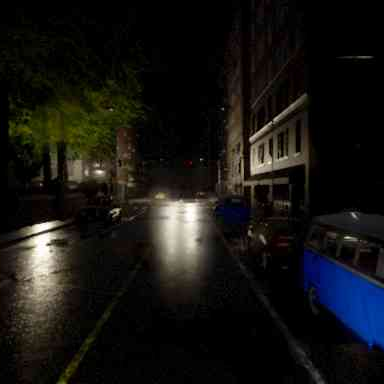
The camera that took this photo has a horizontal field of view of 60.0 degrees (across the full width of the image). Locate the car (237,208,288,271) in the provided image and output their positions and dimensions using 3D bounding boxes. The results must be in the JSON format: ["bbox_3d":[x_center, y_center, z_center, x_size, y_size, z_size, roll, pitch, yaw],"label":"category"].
[{"bbox_3d":[2.772,1.419,10.256,1.887,1.381,4.507,-1,1,0],"label":"car"}]

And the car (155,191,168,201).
[{"bbox_3d":[-6.232,0.925,64.977,1.752,1.417,4.829,-1,1,0],"label":"car"}]

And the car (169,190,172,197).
[{"bbox_3d":[-6.329,0.834,76.048,1.887,1.381,4.507,-1,1,0],"label":"car"}]

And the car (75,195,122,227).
[{"bbox_3d":[-5.853,1.163,21.460,2.192,1.841,5.009,-1,1,0],"label":"car"}]

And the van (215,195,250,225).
[{"bbox_3d":[2.671,1.105,21.574,1.690,1.788,3.998,-1,1,0],"label":"van"}]

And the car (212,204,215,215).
[{"bbox_3d":[2.624,1.273,27.236,1.947,1.339,4.313,-1,1,0],"label":"car"}]

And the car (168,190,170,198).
[{"bbox_3d":[-6.281,0.894,70.597,2.008,1.369,4.403,-1,1,0],"label":"car"}]

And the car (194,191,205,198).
[{"bbox_3d":[2.145,0.592,81.607,1.967,1.590,4.097,-1,1,0],"label":"car"}]

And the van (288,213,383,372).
[{"bbox_3d":[2.819,1.269,4.594,1.690,1.788,3.998,-1,1,0],"label":"van"}]
